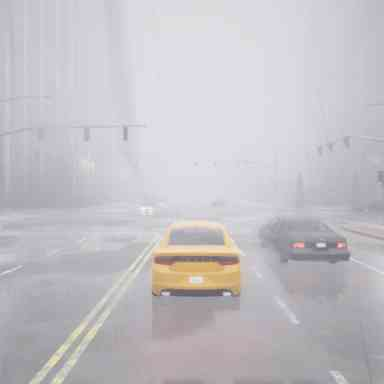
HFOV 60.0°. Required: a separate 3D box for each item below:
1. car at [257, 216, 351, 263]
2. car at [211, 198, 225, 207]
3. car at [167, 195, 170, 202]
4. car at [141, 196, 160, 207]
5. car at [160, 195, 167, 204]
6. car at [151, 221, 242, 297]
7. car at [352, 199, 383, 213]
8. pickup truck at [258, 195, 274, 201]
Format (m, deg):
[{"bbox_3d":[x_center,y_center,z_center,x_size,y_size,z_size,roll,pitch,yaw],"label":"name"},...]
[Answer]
[{"bbox_3d":[3.667,1.547,11.876,2.033,1.411,5.357,0,0,1],"label":"car"},{"bbox_3d":[4.023,1.600,52.538,1.895,1.301,4.718,0,0,0],"label":"car"},{"bbox_3d":[-6.362,1.499,78.941,1.837,1.490,4.892,0,0,0],"label":"car"},{"bbox_3d":[-6.671,1.491,51.771,2.128,1.511,4.902,0,0,1],"label":"car"},{"bbox_3d":[-6.519,1.476,64.890,1.882,1.535,5.008,0,0,1],"label":"car"},{"bbox_3d":[0.121,1.478,8.636,1.882,1.535,5.008,0,0,1],"label":"car"},{"bbox_3d":[20.211,1.504,36.615,4.892,1.490,1.837,0,0,1],"label":"car"},{"bbox_3d":[17.241,1.058,76.577,2.390,2.098,6.274,0,0,31],"label":"pickup truck"}]
